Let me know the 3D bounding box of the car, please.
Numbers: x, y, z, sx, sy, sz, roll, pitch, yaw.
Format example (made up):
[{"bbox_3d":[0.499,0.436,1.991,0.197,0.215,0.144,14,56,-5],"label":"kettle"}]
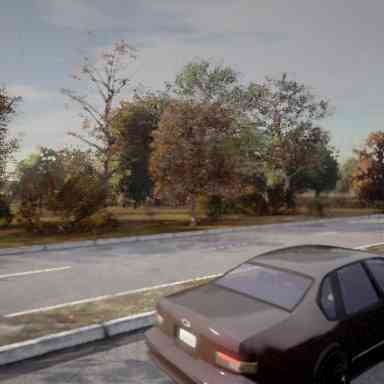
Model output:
[{"bbox_3d":[1.996,1.527,4.861,5.357,1.411,2.033,0,0,-35],"label":"car"}]
